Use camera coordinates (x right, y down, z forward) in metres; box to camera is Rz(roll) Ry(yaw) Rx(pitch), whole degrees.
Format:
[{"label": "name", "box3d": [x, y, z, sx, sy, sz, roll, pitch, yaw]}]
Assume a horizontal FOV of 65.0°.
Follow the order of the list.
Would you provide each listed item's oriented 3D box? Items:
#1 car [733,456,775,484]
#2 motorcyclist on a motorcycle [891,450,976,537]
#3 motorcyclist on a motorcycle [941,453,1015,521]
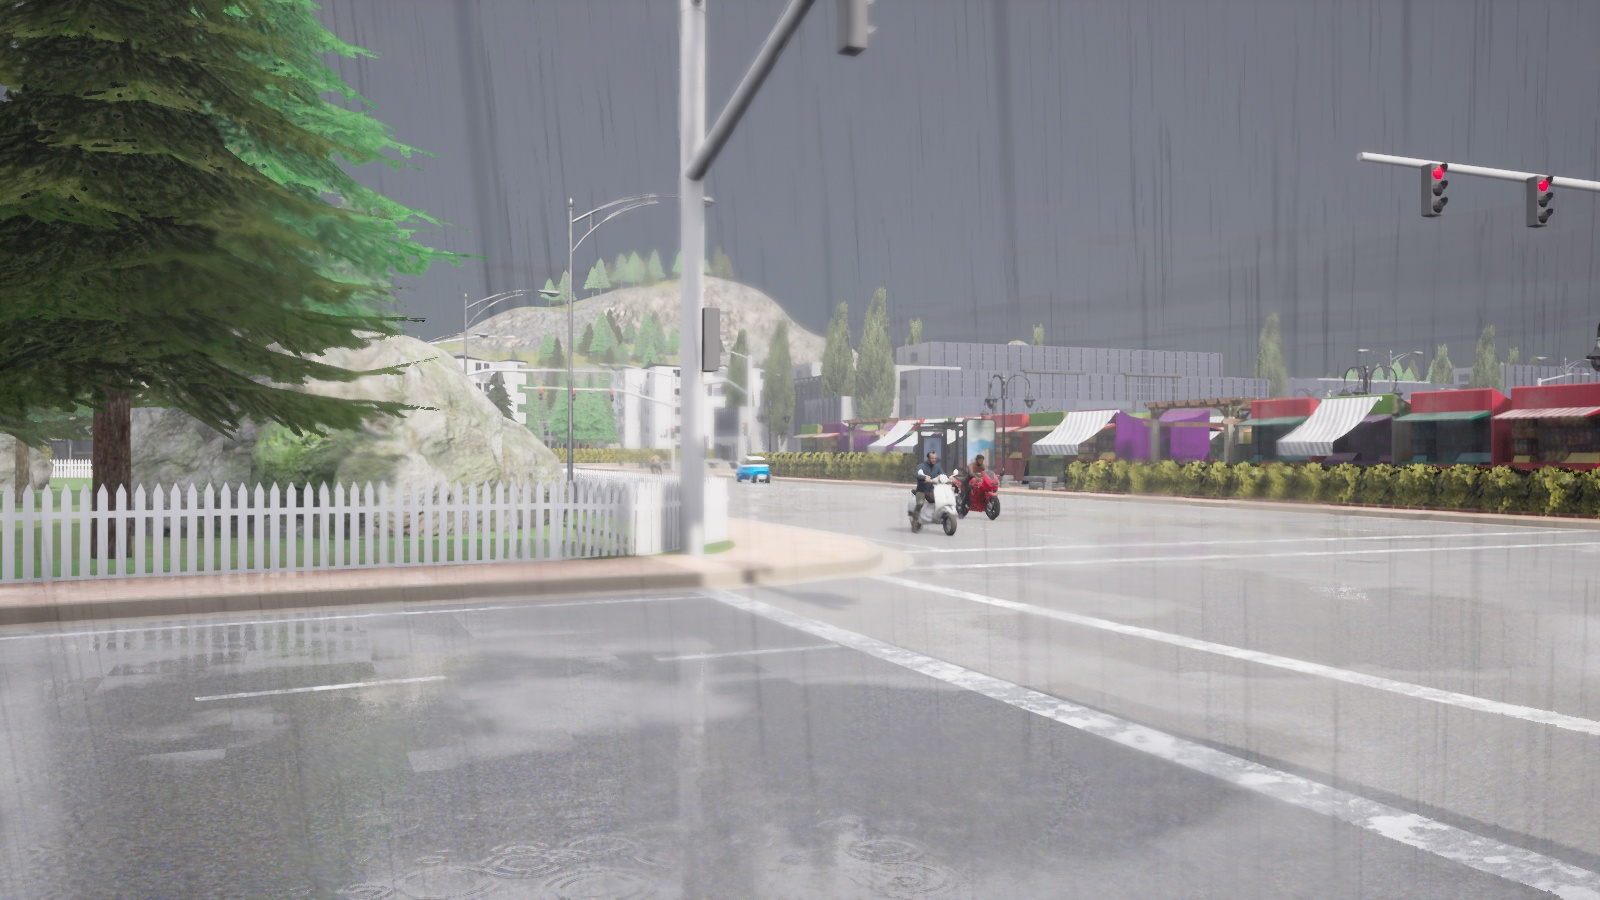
[{"label": "car", "box3d": [-2.351, 1.016, 64.300, 1.481, 1.376, 2.207, 0, 0, -22]}, {"label": "motorcyclist on a motorcycle", "box3d": [2.545, 0.807, 24.132, 0.866, 1.590, 1.817, 0, 0, -22]}, {"label": "motorcyclist on a motorcycle", "box3d": [4.164, 0.845, 29.472, 0.797, 1.523, 2.044, 0, 0, -22]}]
